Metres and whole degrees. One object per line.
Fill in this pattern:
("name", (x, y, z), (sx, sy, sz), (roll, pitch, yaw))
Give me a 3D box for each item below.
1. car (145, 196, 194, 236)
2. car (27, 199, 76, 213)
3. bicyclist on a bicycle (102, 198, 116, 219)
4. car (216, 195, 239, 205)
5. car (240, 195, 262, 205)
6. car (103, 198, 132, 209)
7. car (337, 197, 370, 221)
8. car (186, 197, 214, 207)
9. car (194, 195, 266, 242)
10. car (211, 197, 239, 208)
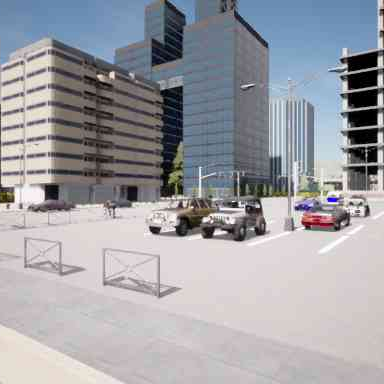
("car", (-0.296, 1.153, 17.291), (1.932, 1.855, 4.605), (0, 0, 34))
("car", (-15.978, 1.547, 38.188), (2.033, 1.411, 5.357), (0, 0, 34))
("bicyclist on a bicycle", (-6.542, 1.302, 26.240), (1.656, 1.620, 0.582), (0, 0, 34))
("car", (6.330, 1.352, 58.795), (2.097, 1.767, 4.553), (0, 0, 34))
("car", (10.365, 1.352, 58.368), (2.097, 1.767, 4.553), (0, 0, 34))
("car", (-10.356, 1.564, 46.560), (1.994, 1.385, 4.181), (0, 0, 35))
("car", (14.074, 1.395, 28.607), (1.970, 1.475, 3.806), (0, 0, 34))
("car", (1.293, 1.491, 51.161), (2.128, 1.511, 4.902), (0, 0, 34))
("car", (2.074, 1.156, 15.629), (1.905, 1.878, 3.866), (0, 0, 34))
("car", (5.107, 1.547, 50.488), (2.033, 1.411, 5.357), (0, 0, 33))
